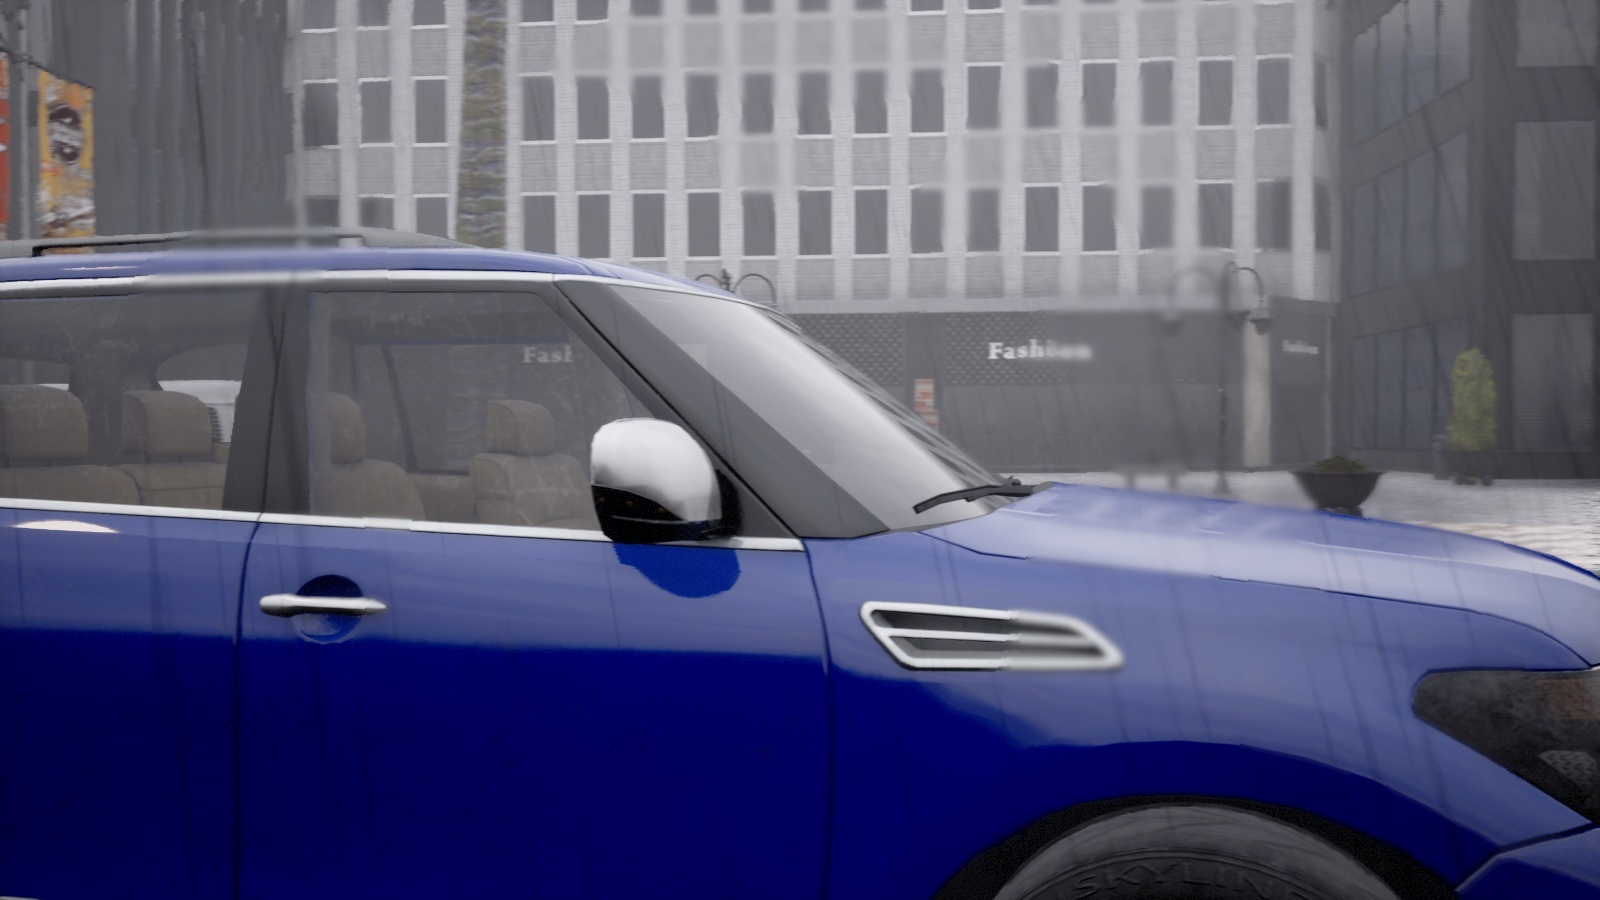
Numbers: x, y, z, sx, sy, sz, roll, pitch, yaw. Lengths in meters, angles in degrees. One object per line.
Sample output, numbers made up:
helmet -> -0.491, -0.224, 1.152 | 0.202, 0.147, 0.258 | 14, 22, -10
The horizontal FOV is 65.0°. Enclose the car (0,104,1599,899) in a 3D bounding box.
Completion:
car -> -0.800, 0.482, 3.494 | 5.566, 2.045, 2.150 | 0, 1, 15

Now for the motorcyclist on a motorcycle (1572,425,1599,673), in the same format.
motorcyclist on a motorcycle -> 6.482, 0.657, 8.219 | 2.350, 1.649, 0.766 | 0, 1, 25
